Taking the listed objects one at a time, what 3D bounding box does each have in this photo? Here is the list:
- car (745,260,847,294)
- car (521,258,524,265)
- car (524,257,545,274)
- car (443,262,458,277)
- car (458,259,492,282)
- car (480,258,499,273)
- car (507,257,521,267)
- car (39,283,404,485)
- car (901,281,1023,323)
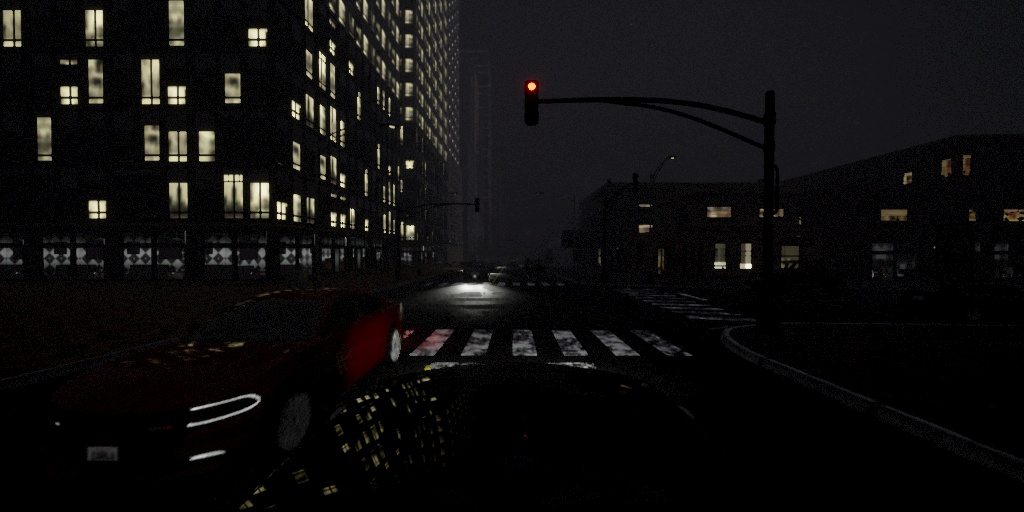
[{"bbox_3d":[16.559,1.166,21.019,5.009,1.841,2.192,0,0,1],"label":"car"},{"bbox_3d":[2.798,1.053,52.619,2.192,1.841,5.009,0,0,0],"label":"car"},{"bbox_3d":[2.774,1.180,41.331,1.967,1.591,4.097,0,0,0],"label":"car"},{"bbox_3d":[-5.756,1.267,35.590,1.751,1.417,4.829,0,0,0],"label":"car"},{"bbox_3d":[-2.861,1.235,28.680,2.128,1.511,4.902,0,0,-3],"label":"car"},{"bbox_3d":[-3.008,1.304,43.191,1.994,1.385,4.181,0,0,0],"label":"car"},{"bbox_3d":[0.133,1.301,63.834,1.994,1.385,4.181,0,0,0],"label":"car"},{"bbox_3d":[-3.095,1.226,5.213,1.882,1.535,5.008,0,0,0],"label":"car"},{"bbox_3d":[16.434,1.549,12.641,4.313,1.339,1.948,0,0,1],"label":"car"}]
